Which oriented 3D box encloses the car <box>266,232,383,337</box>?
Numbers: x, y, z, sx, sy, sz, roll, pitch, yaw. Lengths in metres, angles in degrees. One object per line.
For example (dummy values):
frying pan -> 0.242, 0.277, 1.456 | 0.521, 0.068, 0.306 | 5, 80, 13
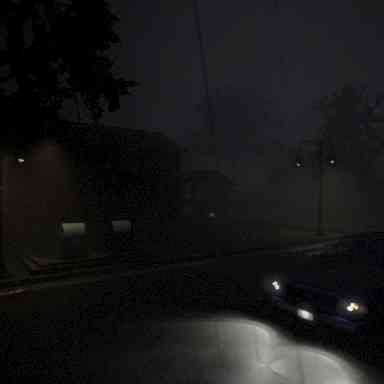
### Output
car -> 3.960, 1.567, 6.836 | 5.357, 1.411, 2.033 | 0, 0, -36
